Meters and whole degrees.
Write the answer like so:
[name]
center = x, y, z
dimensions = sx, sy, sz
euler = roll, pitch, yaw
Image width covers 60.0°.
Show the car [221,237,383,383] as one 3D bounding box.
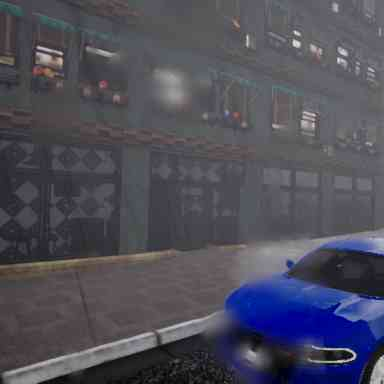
[car]
center = 2.674, 1.480, 4.991
dimensions = 5.008, 1.535, 1.882
euler = 0, 0, -36
